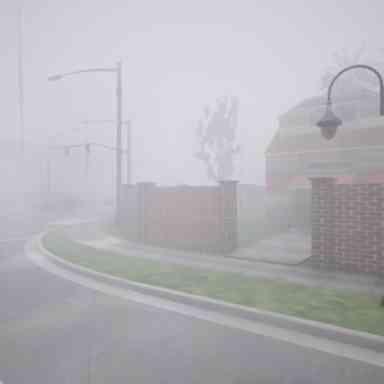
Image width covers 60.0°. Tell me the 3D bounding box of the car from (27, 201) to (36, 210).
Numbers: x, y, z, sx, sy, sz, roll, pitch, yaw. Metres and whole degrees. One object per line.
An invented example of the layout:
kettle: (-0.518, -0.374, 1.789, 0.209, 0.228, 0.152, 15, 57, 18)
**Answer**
car: (-17.720, 1.386, 40.829, 1.812, 1.442, 4.674, 0, 1, 37)

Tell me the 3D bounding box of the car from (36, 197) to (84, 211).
car: (-14.990, 1.364, 38.642, 1.837, 1.490, 4.892, 0, 1, 36)

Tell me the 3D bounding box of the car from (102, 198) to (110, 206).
car: (-11.096, 1.230, 49.599, 1.837, 1.490, 4.892, 0, 1, 37)

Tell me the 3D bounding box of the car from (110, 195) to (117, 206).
car: (-8.776, 1.264, 46.866, 1.812, 1.442, 4.674, 0, 1, 37)
